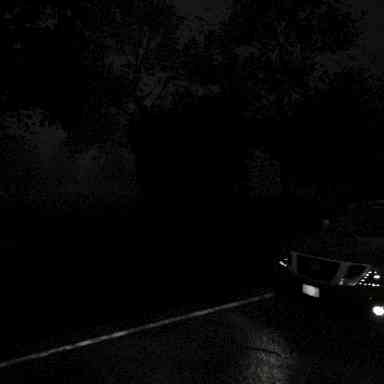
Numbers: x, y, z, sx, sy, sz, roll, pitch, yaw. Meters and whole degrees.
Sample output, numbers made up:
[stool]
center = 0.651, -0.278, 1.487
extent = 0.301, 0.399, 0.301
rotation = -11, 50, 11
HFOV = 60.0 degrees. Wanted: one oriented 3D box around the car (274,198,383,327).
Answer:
[car]
center = 4.165, 1.151, 6.630
extent = 5.566, 2.045, 2.150
rotation = -1, 1, -33
